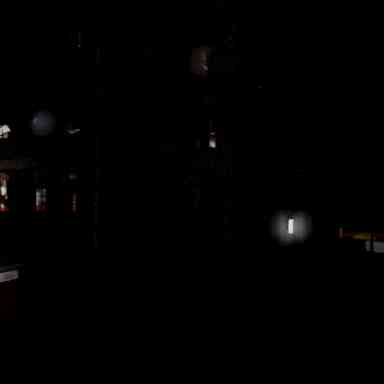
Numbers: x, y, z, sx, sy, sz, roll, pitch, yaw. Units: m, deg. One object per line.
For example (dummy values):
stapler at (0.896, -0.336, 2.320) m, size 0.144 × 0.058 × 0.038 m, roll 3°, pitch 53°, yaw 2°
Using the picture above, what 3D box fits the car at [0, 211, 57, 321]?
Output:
car at (-4.539, 1.255, 6.105) m, size 5.009 × 1.841 × 2.192 m, roll 1°, pitch 1°, yaw 36°
